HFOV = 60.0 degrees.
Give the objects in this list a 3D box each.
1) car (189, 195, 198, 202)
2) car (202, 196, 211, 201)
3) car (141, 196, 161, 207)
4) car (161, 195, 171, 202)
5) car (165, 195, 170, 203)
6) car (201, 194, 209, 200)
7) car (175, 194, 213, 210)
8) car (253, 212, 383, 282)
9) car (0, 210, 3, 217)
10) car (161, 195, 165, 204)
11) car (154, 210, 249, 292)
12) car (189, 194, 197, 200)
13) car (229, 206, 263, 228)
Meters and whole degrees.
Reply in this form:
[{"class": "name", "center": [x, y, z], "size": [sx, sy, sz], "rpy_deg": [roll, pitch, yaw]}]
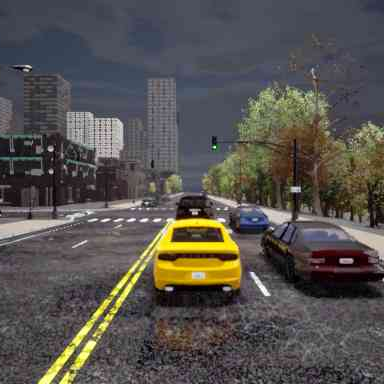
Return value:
[{"class": "car", "center": [0.249, 1.503, 81.185], "size": [2.128, 1.511, 4.902], "rpy_deg": [0, 0, 0]}, {"class": "car", "center": [3.501, 1.574, 81.622], "size": [1.895, 1.301, 4.718], "rpy_deg": [0, 0, 0]}, {"class": "car", "center": [-6.452, 1.487, 50.200], "size": [2.128, 1.511, 4.902], "rpy_deg": [0, 0, 1]}, {"class": "car", "center": [-6.253, 1.527, 79.834], "size": [2.033, 1.411, 5.357], "rpy_deg": [0, 0, 0]}, {"class": "car", "center": [-6.287, 1.542, 69.411], "size": [1.994, 1.385, 4.181], "rpy_deg": [0, 0, 0]}, {"class": "car", "center": [3.532, 1.315, 91.593], "size": [1.837, 1.490, 4.892], "rpy_deg": [0, 0, 0]}, {"class": "car", "center": [0.130, 1.224, 20.652], "size": [2.150, 2.045, 5.566], "rpy_deg": [0, 0, -1]}, {"class": "car", "center": [3.382, 1.547, 9.753], "size": [2.033, 1.411, 5.357], "rpy_deg": [0, 0, 0]}, {"class": "car", "center": [-19.860, 1.816, 30.812], "size": [4.313, 1.339, 1.947], "rpy_deg": [-1, 1, 0]}, {"class": "car", "center": [-6.386, 1.497, 59.674], "size": [1.837, 1.490, 4.892], "rpy_deg": [0, 0, 1]}, {"class": "car", "center": [0.125, 1.477, 9.007], "size": [1.882, 1.535, 5.008], "rpy_deg": [0, 0, 0]}, {"class": "car", "center": [0.282, 1.340, 91.603], "size": [2.128, 1.511, 4.902], "rpy_deg": [0, 0, 0]}, {"class": "car", "center": [3.416, 1.547, 20.590], "size": [2.033, 1.411, 5.357], "rpy_deg": [0, 0, 0]}]
